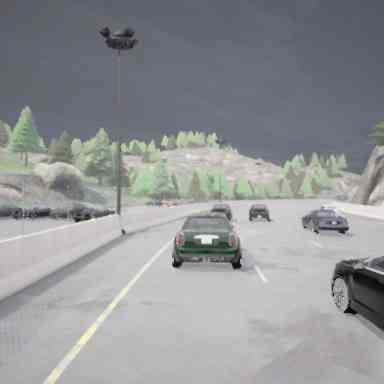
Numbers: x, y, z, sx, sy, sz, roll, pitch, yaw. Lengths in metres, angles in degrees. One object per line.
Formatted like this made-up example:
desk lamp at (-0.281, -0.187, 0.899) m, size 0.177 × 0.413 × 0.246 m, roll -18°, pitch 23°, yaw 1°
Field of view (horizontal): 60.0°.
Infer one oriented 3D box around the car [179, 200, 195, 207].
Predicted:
car at (-1.095, 2.420, 71.581) m, size 1.812 × 1.442 × 4.674 m, roll 0°, pitch -1°, yaw 20°

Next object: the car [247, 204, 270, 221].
car at (6.432, 1.940, 32.005) m, size 1.837 × 1.490 × 4.892 m, roll 0°, pitch 0°, yaw 10°

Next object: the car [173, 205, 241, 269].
car at (0.564, 1.508, 12.010) m, size 2.097 × 1.767 × 4.553 m, roll 0°, pitch -1°, yaw 3°

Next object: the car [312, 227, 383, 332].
car at (3.731, 1.571, 4.920) m, size 2.128 × 1.511 × 4.902 m, roll 0°, pitch -1°, yaw 1°

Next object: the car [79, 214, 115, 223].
car at (-8.429, 1.941, 28.839) m, size 1.895 × 1.301 × 4.718 m, roll 0°, pitch -1°, yaw 8°

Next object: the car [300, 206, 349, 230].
car at (8.431, 1.854, 21.529) m, size 2.033 × 1.411 × 5.357 m, roll 0°, pitch -1°, yaw 7°
